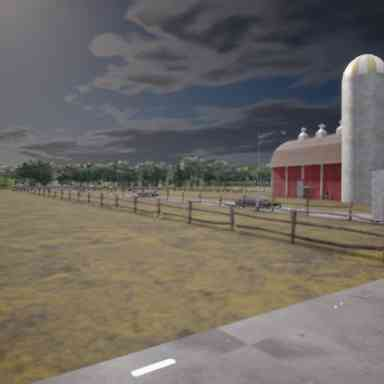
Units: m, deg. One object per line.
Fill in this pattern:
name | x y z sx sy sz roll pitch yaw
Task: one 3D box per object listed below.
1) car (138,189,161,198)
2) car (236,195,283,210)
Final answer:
car | -7.190 0.253 55.606 2.033 1.411 5.357 0 2 -35
car | 7.051 1.030 35.436 2.033 1.411 5.357 0 2 -35
